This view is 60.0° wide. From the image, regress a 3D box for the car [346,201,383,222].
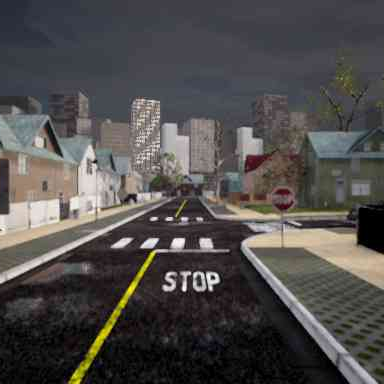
[{"bbox_3d":[11.504,1.161,18.457,5.357,1.411,2.033,-1,0,1],"label":"car"}]
